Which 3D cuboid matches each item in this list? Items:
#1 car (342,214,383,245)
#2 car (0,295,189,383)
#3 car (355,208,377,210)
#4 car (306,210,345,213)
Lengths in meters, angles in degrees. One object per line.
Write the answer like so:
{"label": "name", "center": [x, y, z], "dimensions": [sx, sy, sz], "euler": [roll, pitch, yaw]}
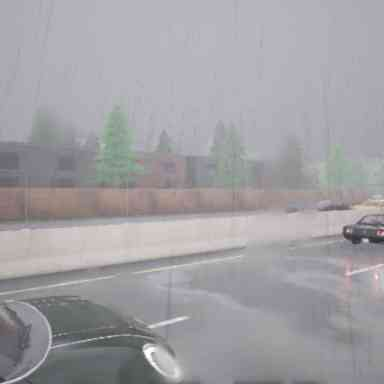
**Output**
{"label": "car", "center": [8.496, 1.578, 14.103], "dimensions": [4.718, 1.301, 1.895], "euler": [0, 0, -35]}
{"label": "car", "center": [-2.201, 1.353, 2.176], "dimensions": [4.553, 1.767, 2.097], "euler": [0, 0, -35]}
{"label": "car", "center": [15.287, 1.434, 27.791], "dimensions": [5.008, 1.535, 1.882], "euler": [0, 0, -36]}
{"label": "car", "center": [12.219, 1.436, 29.900], "dimensions": [5.008, 1.535, 1.882], "euler": [0, 0, -36]}
